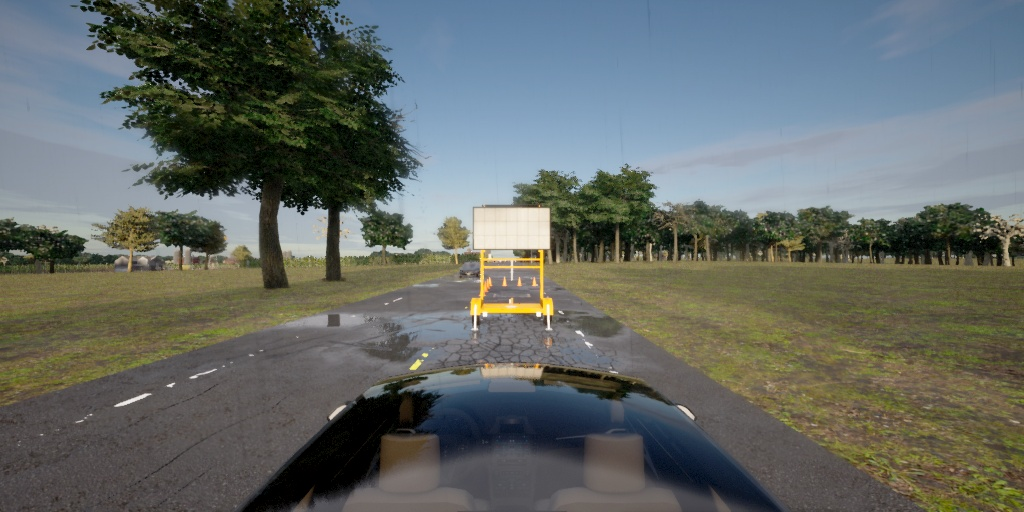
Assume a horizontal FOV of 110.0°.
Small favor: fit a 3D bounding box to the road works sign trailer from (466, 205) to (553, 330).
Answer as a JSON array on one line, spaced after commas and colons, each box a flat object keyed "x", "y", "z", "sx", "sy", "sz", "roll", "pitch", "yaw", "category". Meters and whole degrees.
[{"x": -0.003, "y": 0.218, "z": 11.126, "sx": 2.380, "sy": 3.560, "sz": 2.880, "roll": 0, "pitch": 0, "yaw": 0, "category": "road works sign trailer"}]

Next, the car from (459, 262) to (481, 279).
[{"x": -3.609, "y": 1.271, "z": 32.310, "sx": 1.837, "sy": 1.490, "sz": 4.892, "roll": 0, "pitch": 0, "yaw": 0, "category": "car"}]
